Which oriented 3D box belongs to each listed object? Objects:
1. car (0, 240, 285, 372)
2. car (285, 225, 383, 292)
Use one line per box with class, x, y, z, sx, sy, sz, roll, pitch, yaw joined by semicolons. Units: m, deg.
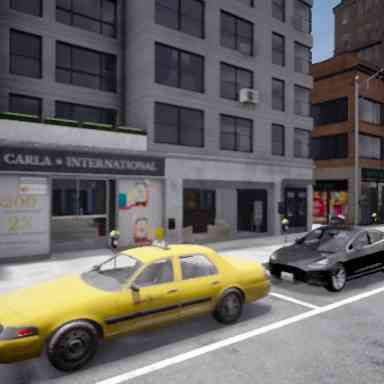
car;-0.757;1.540;5.649;4.829;1.417;1.752;0;0;-36
car;4.004;1.611;9.051;4.313;1.339;1.947;0;0;-36
